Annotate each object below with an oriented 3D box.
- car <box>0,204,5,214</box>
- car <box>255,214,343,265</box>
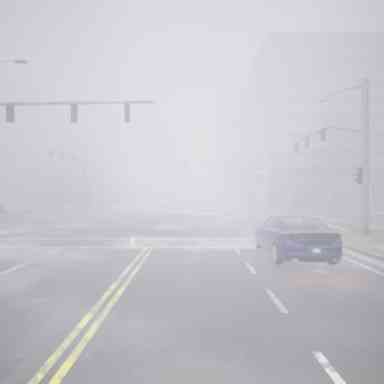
[{"bbox_3d":[-20.346,1.534,31.332,5.008,1.535,1.882,0,0,0],"label":"car"},{"bbox_3d":[3.499,1.499,11.800,1.882,1.535,5.008,0,0,0],"label":"car"}]
